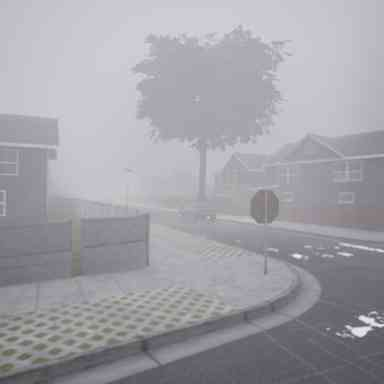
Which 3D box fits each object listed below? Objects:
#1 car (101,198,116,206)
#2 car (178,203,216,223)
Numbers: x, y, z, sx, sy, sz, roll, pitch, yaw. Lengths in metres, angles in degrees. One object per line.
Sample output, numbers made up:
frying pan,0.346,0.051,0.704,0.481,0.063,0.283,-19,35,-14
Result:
car,-13.083,1.679,51.946,1.812,1.442,4.674,1,0,-23
car,0.349,1.695,27.615,1.837,1.490,4.892,2,-1,-21
